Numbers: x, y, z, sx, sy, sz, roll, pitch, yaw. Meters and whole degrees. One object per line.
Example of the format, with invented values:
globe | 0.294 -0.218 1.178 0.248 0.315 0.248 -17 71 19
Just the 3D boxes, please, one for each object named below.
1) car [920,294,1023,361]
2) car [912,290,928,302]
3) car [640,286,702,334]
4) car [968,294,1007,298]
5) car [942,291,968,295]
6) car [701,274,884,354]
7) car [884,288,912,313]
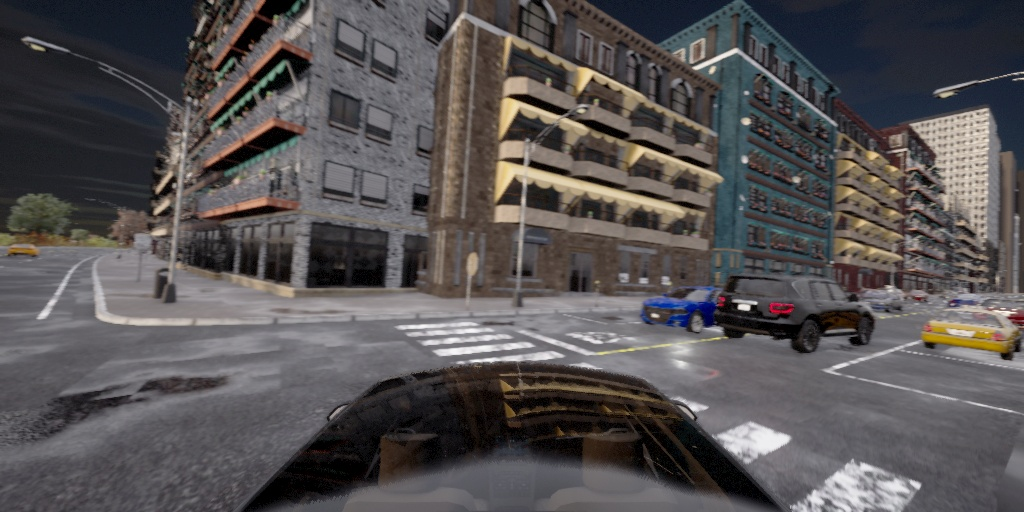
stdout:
car | 14.311 2.206 11.144 4.829 1.417 1.751 0 0 -32
car | 46.964 4.635 41.858 4.507 1.381 1.888 0 0 -32
car | 6.885 1.852 13.278 5.008 1.535 1.882 4 -2 -32
car | 23.502 2.737 16.993 4.097 1.591 1.967 0 0 -32
car | 34.608 3.631 27.129 4.674 1.442 1.812 4 -2 -32
car | 8.678 1.627 10.983 5.566 2.045 2.150 3 -2 -27
car | 26.042 3.187 25.449 5.357 1.411 2.033 4 -2 -32
